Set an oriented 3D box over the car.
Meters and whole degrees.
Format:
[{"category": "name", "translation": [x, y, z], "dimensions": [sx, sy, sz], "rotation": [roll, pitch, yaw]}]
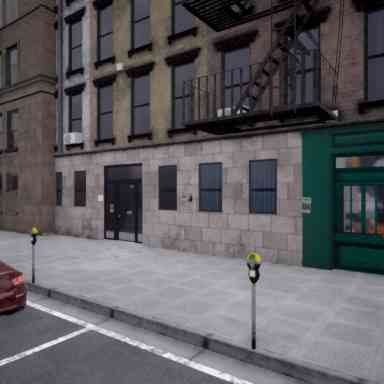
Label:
[{"category": "car", "translation": [-4.706, 1.582, 6.202], "dimensions": [4.206, 1.307, 1.802], "rotation": [0, 0, 36]}]
